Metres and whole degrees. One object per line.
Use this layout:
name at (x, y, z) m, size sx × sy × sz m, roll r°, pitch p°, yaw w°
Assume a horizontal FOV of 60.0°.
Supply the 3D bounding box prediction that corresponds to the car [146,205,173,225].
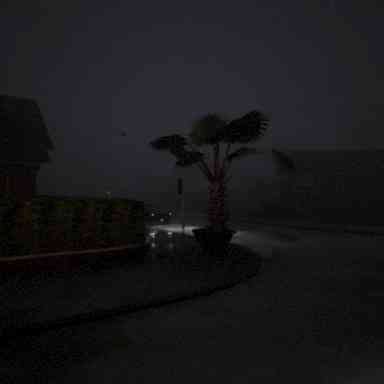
car at (-3.396, 1.676, 25.414) m, size 1.895 × 1.301 × 4.718 m, roll 0°, pitch 0°, yaw -35°
